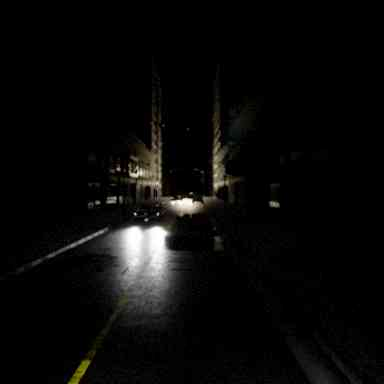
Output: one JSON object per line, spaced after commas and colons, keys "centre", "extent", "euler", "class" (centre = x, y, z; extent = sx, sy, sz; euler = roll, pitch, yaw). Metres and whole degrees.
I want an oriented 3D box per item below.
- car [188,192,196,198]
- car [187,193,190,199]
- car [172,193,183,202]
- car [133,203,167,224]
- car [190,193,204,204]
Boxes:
{"centre": [-0.039, 0.882, 90.346], "extent": [2.128, 1.511, 4.902], "euler": [0, 0, 0], "class": "car"}
{"centre": [-0.032, 0.927, 73.871], "extent": [1.994, 1.385, 4.181], "euler": [0, 0, 0], "class": "car"}
{"centre": [-2.799, 1.071, 63.965], "extent": [1.837, 1.490, 4.892], "euler": [0, 1, 1], "class": "car"}
{"centre": [-2.860, 1.435, 23.102], "extent": [1.895, 1.301, 4.718], "euler": [0, 0, 0], "class": "car"}
{"centre": [0.939, 1.154, 54.511], "extent": [1.812, 1.442, 4.674], "euler": [0, 0, 0], "class": "car"}
